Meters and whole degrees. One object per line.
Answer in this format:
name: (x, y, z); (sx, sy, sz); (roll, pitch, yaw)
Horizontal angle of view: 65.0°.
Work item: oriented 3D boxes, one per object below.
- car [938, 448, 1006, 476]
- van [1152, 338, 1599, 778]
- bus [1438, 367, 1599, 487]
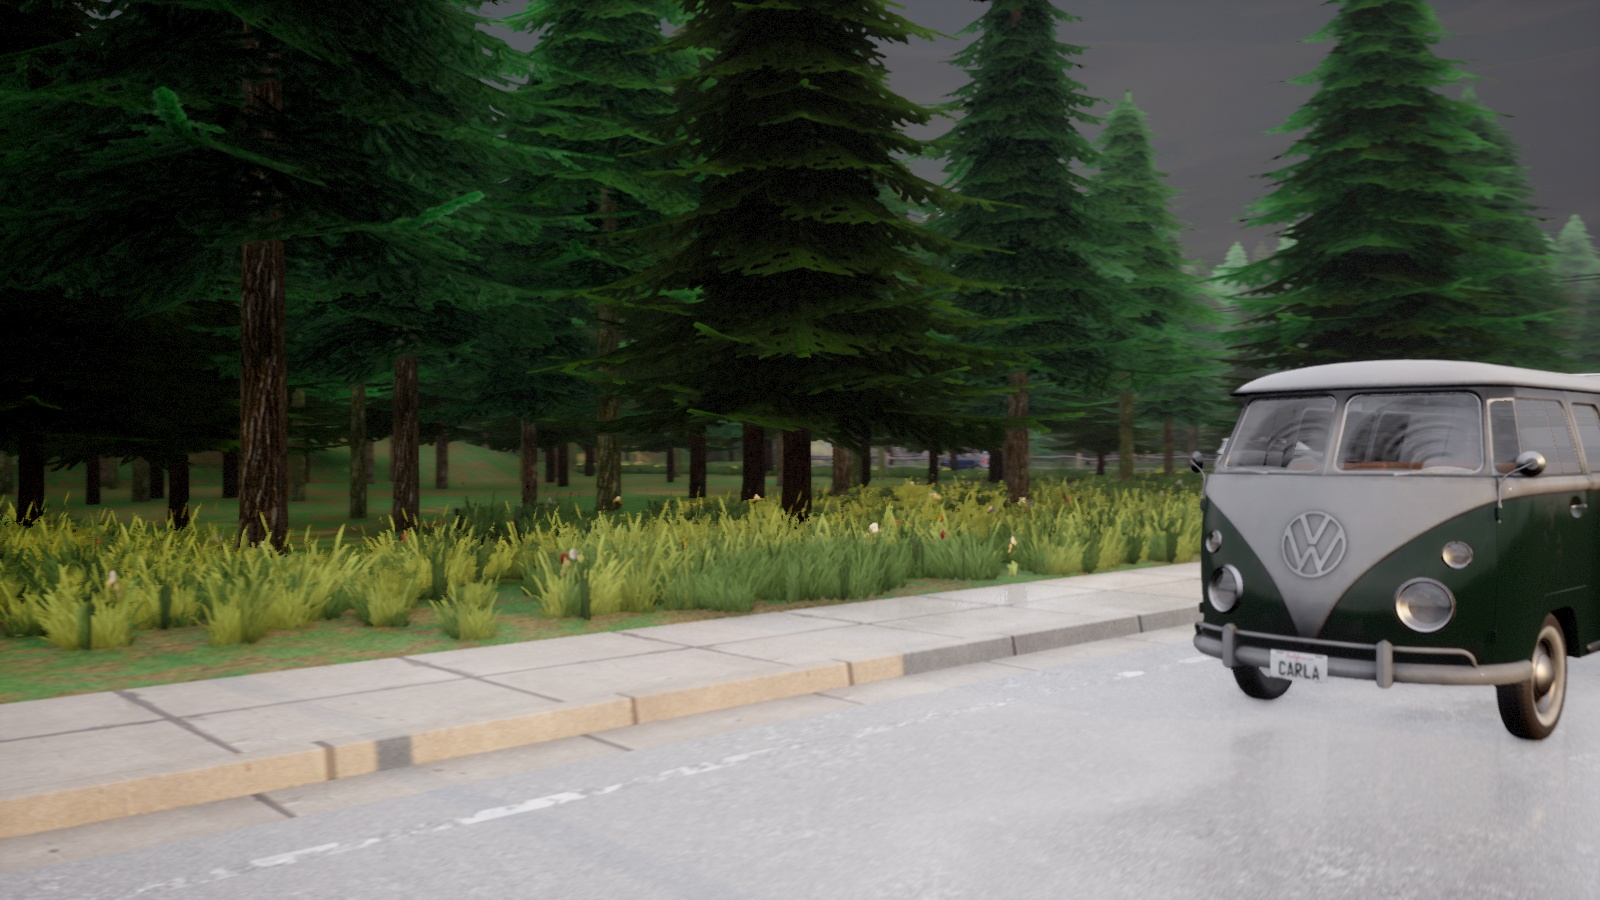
car: (10.119, 0.692, 74.040); (1.789, 1.549, 3.705); (0, 0, -41)
van: (4.197, 0.481, 7.825); (4.442, 1.987, 1.775); (0, 0, -43)
bus: (29.664, -0.820, 46.195); (3.944, 4.253, 10.273); (0, 0, -40)
